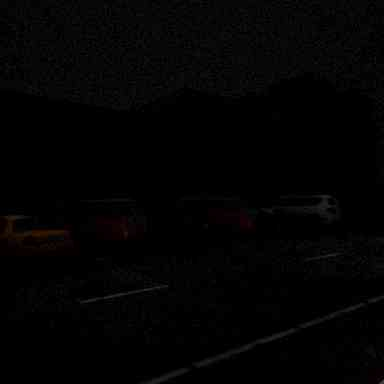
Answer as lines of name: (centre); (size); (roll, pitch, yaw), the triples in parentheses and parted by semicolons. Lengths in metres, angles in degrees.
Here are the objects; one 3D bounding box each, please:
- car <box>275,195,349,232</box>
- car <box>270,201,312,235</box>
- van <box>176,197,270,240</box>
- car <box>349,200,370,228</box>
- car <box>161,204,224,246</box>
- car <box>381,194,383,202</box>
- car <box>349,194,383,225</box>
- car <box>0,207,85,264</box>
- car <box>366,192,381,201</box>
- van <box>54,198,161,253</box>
car: (6.109, 1.208, 20.212); (5.566, 2.045, 2.435); (-1, -1, 35)
car: (3.668, 1.459, 18.483); (5.008, 1.535, 2.097); (-1, -1, 35)
van: (1.297, 1.232, 16.701); (4.442, 1.987, 1.878); (-1, -1, 35)
car: (8.601, 1.458, 21.917); (5.008, 1.535, 2.097); (-1, -1, 35)
car: (-1.295, 1.490, 15.053); (4.792, 1.488, 2.163); (-1, -1, 35)
car: (38.868, 1.119, 65.587); (2.231, 1.521, 4.892); (0, -1, 36)
car: (11.041, 1.207, 23.644); (5.566, 2.045, 2.435); (-1, -1, 35)
car: (-6.359, 1.459, 11.680); (5.366, 1.575, 1.946); (-1, -1, 35)
car: (37.196, 0.993, 68.019); (2.185, 1.767, 4.553); (0, -1, 36)
van: (-3.642, 1.232, 13.250); (4.442, 1.987, 1.878); (-1, -1, 35)
